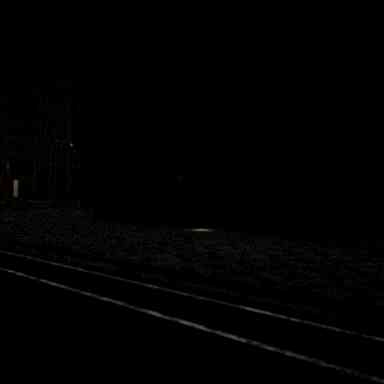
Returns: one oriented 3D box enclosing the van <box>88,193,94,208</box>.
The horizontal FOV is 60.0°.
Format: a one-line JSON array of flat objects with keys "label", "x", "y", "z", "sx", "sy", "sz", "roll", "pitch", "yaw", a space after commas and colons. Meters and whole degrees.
[{"label": "van", "x": -11.841, "y": 1.035, "z": 41.806, "sx": 1.690, "sy": 1.788, "sz": 3.998, "roll": 2, "pitch": 1, "yaw": 36}]
